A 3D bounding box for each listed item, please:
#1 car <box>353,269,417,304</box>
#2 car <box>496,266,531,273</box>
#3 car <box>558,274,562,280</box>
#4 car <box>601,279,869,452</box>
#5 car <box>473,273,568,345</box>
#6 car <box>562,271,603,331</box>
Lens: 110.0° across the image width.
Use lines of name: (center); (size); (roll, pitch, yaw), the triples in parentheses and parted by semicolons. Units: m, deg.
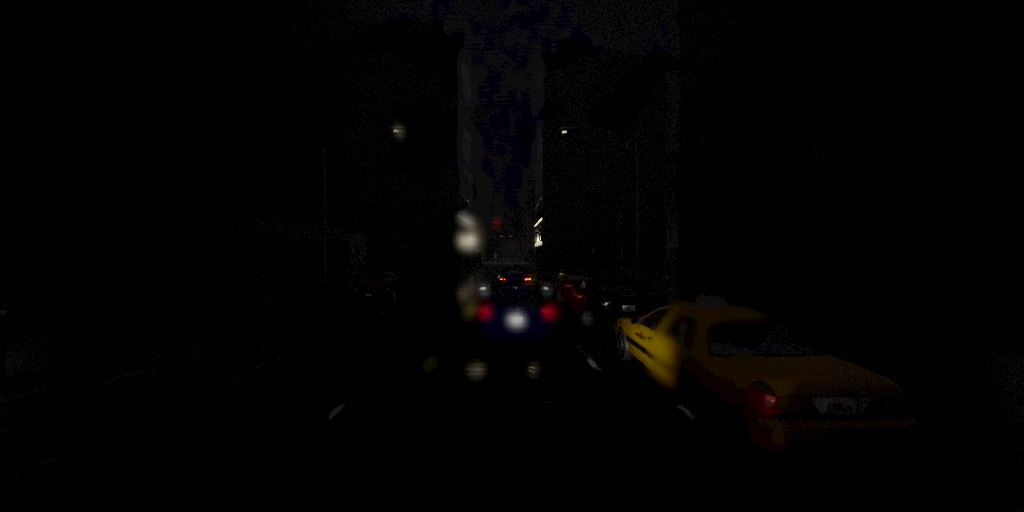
car: (-5.670, 1.298, 16.434); (1.888, 1.381, 4.507); (0, 0, 0)
car: (0.103, 1.280, 19.550); (1.812, 1.442, 4.674); (0, 0, -2)
car: (2.875, 1.335, 16.436); (1.802, 1.307, 4.207); (0, 0, 0)
car: (2.874, 1.276, 5.434); (1.751, 1.417, 4.829); (0, 0, 0)
car: (0.100, 1.316, 9.535); (1.994, 1.385, 4.181); (0, 0, 0)
car: (2.874, 1.318, 10.851); (1.948, 1.339, 4.313); (0, 0, 0)
